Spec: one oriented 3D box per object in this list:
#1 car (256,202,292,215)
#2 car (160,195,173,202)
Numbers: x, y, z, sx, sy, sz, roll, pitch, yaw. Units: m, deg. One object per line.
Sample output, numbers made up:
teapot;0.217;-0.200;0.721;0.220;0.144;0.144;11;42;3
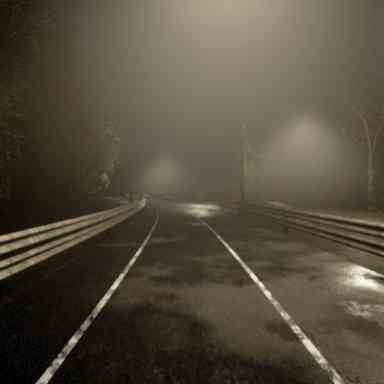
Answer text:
car;8.729;1.750;36.111;1.895;1.301;4.718;0;0;-19
car;-5.925;1.502;77.898;2.033;1.411;5.357;0;0;-19
